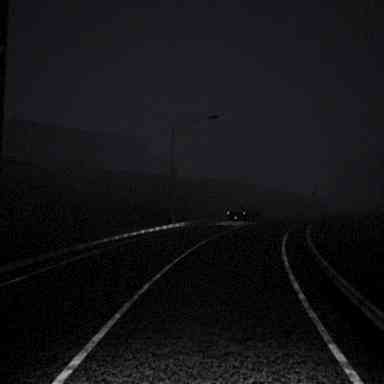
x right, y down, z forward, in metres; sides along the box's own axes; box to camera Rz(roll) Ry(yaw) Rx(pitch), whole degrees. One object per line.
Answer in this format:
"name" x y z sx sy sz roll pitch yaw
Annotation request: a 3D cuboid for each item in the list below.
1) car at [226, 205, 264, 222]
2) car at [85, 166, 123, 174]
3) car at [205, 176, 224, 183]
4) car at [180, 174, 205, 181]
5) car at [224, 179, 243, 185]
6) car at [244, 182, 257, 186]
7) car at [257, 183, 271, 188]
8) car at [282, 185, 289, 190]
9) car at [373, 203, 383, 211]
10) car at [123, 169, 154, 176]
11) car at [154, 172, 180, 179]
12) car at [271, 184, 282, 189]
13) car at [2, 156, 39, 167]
"car" 4.716 1.844 29.297 1.895 1.301 4.718 -2 -2 31
"car" -13.295 -3.071 48.900 4.892 1.521 2.231 3 -5 -39
"car" 3.349 -2.189 63.466 4.553 1.767 2.185 4 -5 -43
"car" -0.689 -2.330 59.696 5.008 1.535 2.097 4 -5 -42
"car" 7.441 -1.752 67.453 4.792 1.488 2.163 4 -5 -44
"car" 11.310 -1.464 71.379 2.002 1.452 4.674 -3 -5 44
"car" 15.027 -1.225 75.319 2.231 1.521 4.892 -3 -5 43
"car" 22.476 -0.824 83.739 2.435 2.045 5.566 -3 -5 41
"car" 33.481 2.524 57.712 5.357 1.411 2.033 2 -4 -38
"car" -9.037 -2.844 52.405 4.892 1.521 2.231 3 -5 -39
"car" -4.824 -2.553 56.003 4.674 1.452 2.002 3 -5 -41
"car" 18.798 -1.037 79.505 2.185 1.767 4.553 -3 -5 42
"car" -21.746 -3.623 41.971 4.553 1.767 2.185 3 -5 -39
